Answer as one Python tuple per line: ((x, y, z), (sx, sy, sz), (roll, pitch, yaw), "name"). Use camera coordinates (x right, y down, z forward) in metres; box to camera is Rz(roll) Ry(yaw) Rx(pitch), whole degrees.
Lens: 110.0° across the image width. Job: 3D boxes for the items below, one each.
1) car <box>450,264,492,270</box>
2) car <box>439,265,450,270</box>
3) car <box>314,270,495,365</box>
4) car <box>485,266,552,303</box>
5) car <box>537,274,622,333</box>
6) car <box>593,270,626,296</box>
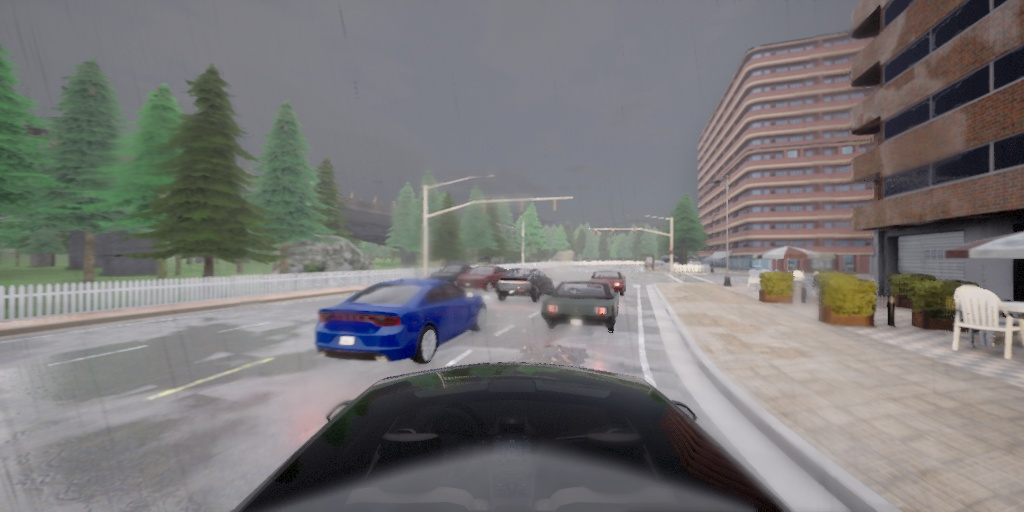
((-1.576, 1.318, 21.923), (1.882, 1.535, 5.008), (0, -1, 20), "car")
((-3.962, 1.344, 25.635), (1.882, 1.535, 5.008), (0, 0, 19), "car")
((-2.091, 1.248, 8.248), (1.882, 1.535, 5.008), (0, 0, 14), "car")
((0.745, 1.323, 17.332), (2.128, 1.511, 4.902), (0, 0, 18), "car")
((2.329, 1.411, 11.212), (1.895, 1.301, 4.718), (0, 0, 18), "car")
((5.474, 1.476, 20.475), (1.895, 1.301, 4.718), (0, 0, 19), "car")
